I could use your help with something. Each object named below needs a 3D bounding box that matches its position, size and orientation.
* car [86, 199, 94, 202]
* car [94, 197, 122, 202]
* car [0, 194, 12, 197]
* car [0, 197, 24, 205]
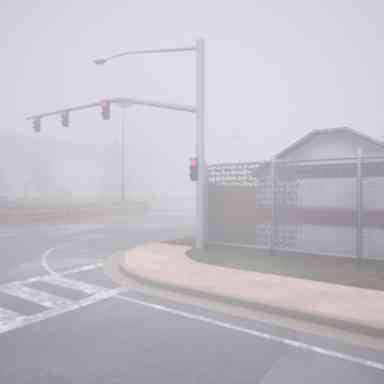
[{"bbox_3d":[-12.673,1.482,45.604,1.882,1.535,5.008,0,0,34],"label":"car"},{"bbox_3d":[-9.870,1.482,43.502,1.882,1.535,5.008,0,0,34],"label":"car"},{"bbox_3d":[-20.825,1.227,33.429,2.150,2.045,5.566,0,0,34],"label":"car"},{"bbox_3d":[-18.202,1.481,31.065,1.882,1.535,5.008,0,0,34],"label":"car"}]
